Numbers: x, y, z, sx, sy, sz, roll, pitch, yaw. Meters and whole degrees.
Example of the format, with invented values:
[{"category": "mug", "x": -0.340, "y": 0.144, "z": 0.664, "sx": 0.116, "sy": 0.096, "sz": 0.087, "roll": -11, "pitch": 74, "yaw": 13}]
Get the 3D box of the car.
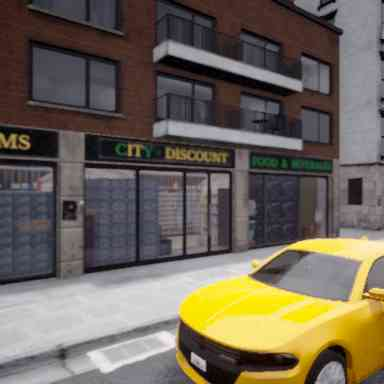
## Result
[{"category": "car", "x": 2.100, "y": 1.475, "z": 4.861, "sx": 5.008, "sy": 1.535, "sz": 1.882, "roll": 0, "pitch": 0, "yaw": -35}]
